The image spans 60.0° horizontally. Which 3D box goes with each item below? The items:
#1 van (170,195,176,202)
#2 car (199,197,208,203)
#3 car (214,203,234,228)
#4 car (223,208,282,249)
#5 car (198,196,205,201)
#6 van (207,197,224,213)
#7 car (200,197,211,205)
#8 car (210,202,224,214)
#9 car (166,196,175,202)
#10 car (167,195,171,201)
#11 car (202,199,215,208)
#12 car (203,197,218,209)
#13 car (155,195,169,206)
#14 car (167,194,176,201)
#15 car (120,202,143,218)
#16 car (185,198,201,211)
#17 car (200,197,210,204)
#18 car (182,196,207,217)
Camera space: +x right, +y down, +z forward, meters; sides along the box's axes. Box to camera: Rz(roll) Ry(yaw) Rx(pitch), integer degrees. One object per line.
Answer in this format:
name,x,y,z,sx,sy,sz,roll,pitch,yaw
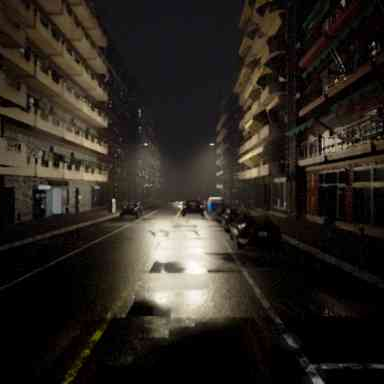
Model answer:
van,-5.691,1.639,82.578,1.690,1.788,3.998,-1,0,0
car,2.691,1.826,76.965,1.887,1.381,4.507,-1,0,0
car,2.681,1.637,20.319,2.008,1.369,4.403,-1,0,0
car,2.683,1.629,14.654,1.947,1.339,4.313,-1,0,0
car,2.694,1.853,94.130,1.752,1.417,4.829,-1,0,0
van,2.681,1.493,37.313,1.690,1.788,3.998,-1,0,0
car,2.689,1.791,65.636,1.887,1.381,4.507,-1,0,0
car,2.683,1.691,25.983,1.802,1.307,4.206,-1,0,0
car,-5.687,1.864,88.242,2.008,1.369,4.403,-1,0,0
car,-5.691,1.812,65.583,1.947,1.339,4.313,-1,0,0
car,2.688,1.791,54.307,1.802,1.307,4.206,-1,0,0
car,2.684,1.631,48.643,1.967,1.590,4.097,-1,0,0
car,-5.692,1.753,59.747,1.752,1.417,4.829,-1,0,0
car,-5.690,1.643,93.908,2.192,1.841,5.009,-1,0,0
car,-5.697,1.682,31.594,2.008,1.369,4.403,-1,0,0
car,0.107,1.674,46.032,2.128,1.511,4.902,0,0,0
car,2.690,1.809,71.301,1.887,1.381,4.507,-1,0,0
car,0.103,1.490,33.536,2.097,1.767,4.553,0,0,0
